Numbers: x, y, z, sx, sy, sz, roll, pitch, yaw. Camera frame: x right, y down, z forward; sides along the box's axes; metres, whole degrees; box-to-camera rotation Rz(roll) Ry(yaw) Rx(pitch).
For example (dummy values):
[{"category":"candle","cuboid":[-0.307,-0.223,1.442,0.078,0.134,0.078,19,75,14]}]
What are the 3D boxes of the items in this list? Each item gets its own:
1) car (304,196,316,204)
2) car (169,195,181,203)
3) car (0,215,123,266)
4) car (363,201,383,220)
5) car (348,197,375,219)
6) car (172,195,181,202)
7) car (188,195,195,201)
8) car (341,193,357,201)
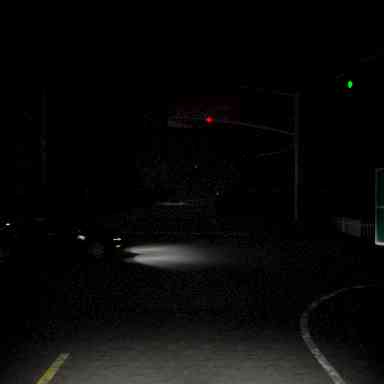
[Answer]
[{"category":"car","cuboid":[22.355,1.552,64.083,1.970,1.475,3.806,0,0,0]},{"category":"car","cuboid":[-3.612,1.352,68.598,2.097,1.767,4.553,0,0,0]},{"category":"car","cuboid":[-4.901,1.571,11.639,4.892,1.490,1.837,0,1,-16]},{"category":"car","cuboid":[18.625,1.672,30.678,4.611,1.667,2.242,0,0,0]},{"category":"car","cuboid":[14.311,1.504,24.998,3.866,1.878,1.905,0,0,0]},{"category":"car","cuboid":[-3.619,1.540,78.920,2.033,1.411,5.357,0,0,0]},{"category":"car","cuboid":[-0.130,1.552,86.342,1.994,1.385,4.181,0,0,0]},{"category":"car","cuboid":[34.741,1.489,71.903,2.007,1.523,4.514,0,0,0]}]
